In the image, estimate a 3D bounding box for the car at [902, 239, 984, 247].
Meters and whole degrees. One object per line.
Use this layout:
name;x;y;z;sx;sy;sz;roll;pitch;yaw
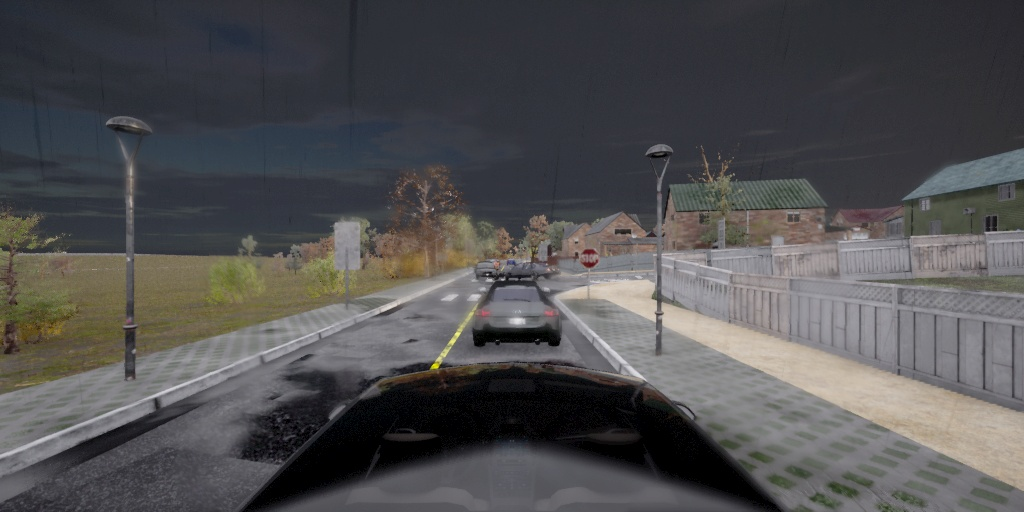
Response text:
car;23.848;-0.208;20.386;4.902;1.511;2.128;-3;0;14

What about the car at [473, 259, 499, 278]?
car;-2.314;1.257;31.287;1.837;1.490;4.892;0;0;-8

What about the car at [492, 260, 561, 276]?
car;1.280;1.197;28.383;5.357;1.411;2.033;-4;-3;43

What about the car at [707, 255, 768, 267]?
car;14.343;0.413;22.788;4.181;1.385;1.994;-3;0;16

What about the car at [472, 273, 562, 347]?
car;0.086;1.313;9.366;1.994;1.385;4.181;0;0;-1

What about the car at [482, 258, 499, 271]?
car;-2.952;1.120;51.104;2.097;1.767;4.553;0;0;1
